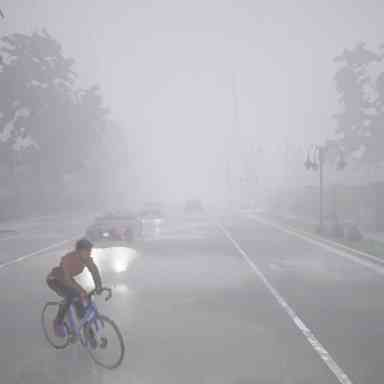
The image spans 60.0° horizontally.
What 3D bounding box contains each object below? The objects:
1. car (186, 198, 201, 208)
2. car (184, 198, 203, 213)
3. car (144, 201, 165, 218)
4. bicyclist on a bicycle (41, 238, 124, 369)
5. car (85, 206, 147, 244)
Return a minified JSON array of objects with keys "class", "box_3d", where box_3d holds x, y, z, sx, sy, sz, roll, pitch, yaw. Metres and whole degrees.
[{"class":"car","box_3d":[0.186,1.538,47.305,1.994,1.385,4.181,0,0,1]},{"class":"car","box_3d":[0.179,1.501,36.991,1.837,1.490,4.892,0,0,1]},{"class":"car","box_3d":[-3.469,1.548,30.034,2.033,1.411,5.357,0,0,1]},{"class":"bicyclist on a bicycle","box_3d":[-1.527,1.427,4.444,1.656,1.620,0.582,1,4,32]},{"class":"car","box_3d":[-3.526,1.564,15.647,1.994,1.385,4.181,0,0,0]}]
